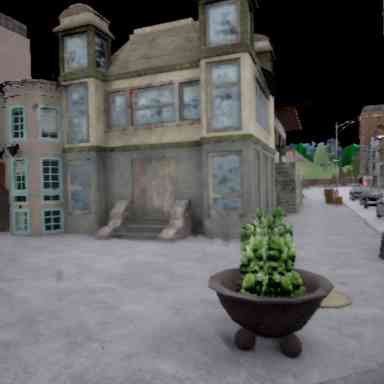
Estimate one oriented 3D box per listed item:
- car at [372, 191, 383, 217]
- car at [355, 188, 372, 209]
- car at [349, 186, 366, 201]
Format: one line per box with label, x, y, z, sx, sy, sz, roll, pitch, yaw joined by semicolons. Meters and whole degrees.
car;11.304;0.787;17.963;1.837;1.490;4.892;-1;1;20
car;14.615;0.593;26.657;1.895;1.301;4.718;-1;1;21
car;18.313;0.175;36.335;1.837;1.490;4.892;-1;1;21
